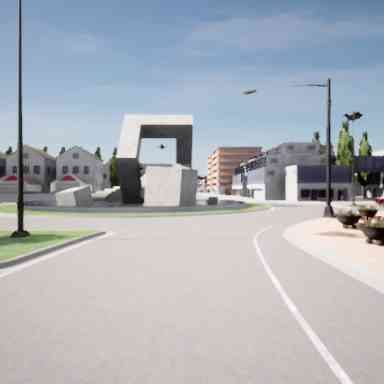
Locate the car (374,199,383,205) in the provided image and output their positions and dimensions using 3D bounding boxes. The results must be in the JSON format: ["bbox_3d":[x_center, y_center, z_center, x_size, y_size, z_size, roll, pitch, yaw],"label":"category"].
[{"bbox_3d":[27.807,1.224,45.755,4.718,1.301,1.895,0,0,6],"label":"car"}]
